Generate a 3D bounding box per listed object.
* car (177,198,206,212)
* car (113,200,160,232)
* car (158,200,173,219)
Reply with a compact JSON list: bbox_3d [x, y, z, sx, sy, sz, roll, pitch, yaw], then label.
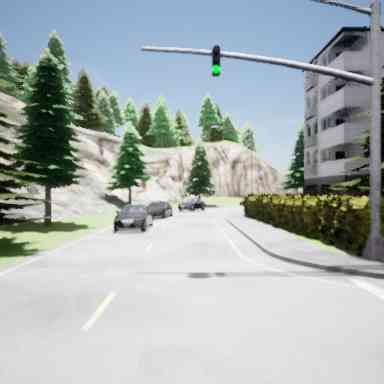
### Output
[{"bbox_3d":[-0.014,1.526,40.107,2.128,1.511,4.902,0,0,27],"label":"car"},{"bbox_3d":[-3.489,1.509,20.473,2.128,1.511,4.902,0,0,1],"label":"car"},{"bbox_3d":[-2.968,1.529,29.821,1.837,1.490,4.892,0,0,8],"label":"car"}]
